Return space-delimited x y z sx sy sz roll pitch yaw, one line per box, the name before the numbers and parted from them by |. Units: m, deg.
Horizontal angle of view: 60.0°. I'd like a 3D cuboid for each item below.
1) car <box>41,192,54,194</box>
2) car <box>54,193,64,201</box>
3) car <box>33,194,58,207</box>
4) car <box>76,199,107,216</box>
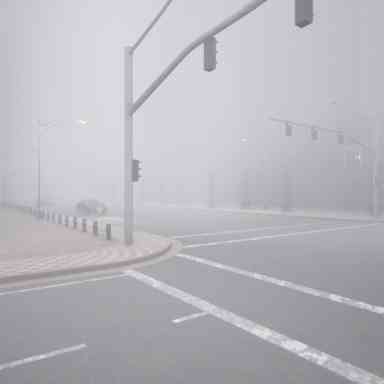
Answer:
car | -37.239 1.161 84.037 2.150 2.045 5.566 0 0 -35
car | -34.582 1.459 86.348 1.812 1.442 4.674 0 0 -35
car | -22.439 1.488 50.375 2.033 1.411 5.357 0 0 -35
car | -9.660 1.432 31.762 2.128 1.511 4.902 0 0 -35
